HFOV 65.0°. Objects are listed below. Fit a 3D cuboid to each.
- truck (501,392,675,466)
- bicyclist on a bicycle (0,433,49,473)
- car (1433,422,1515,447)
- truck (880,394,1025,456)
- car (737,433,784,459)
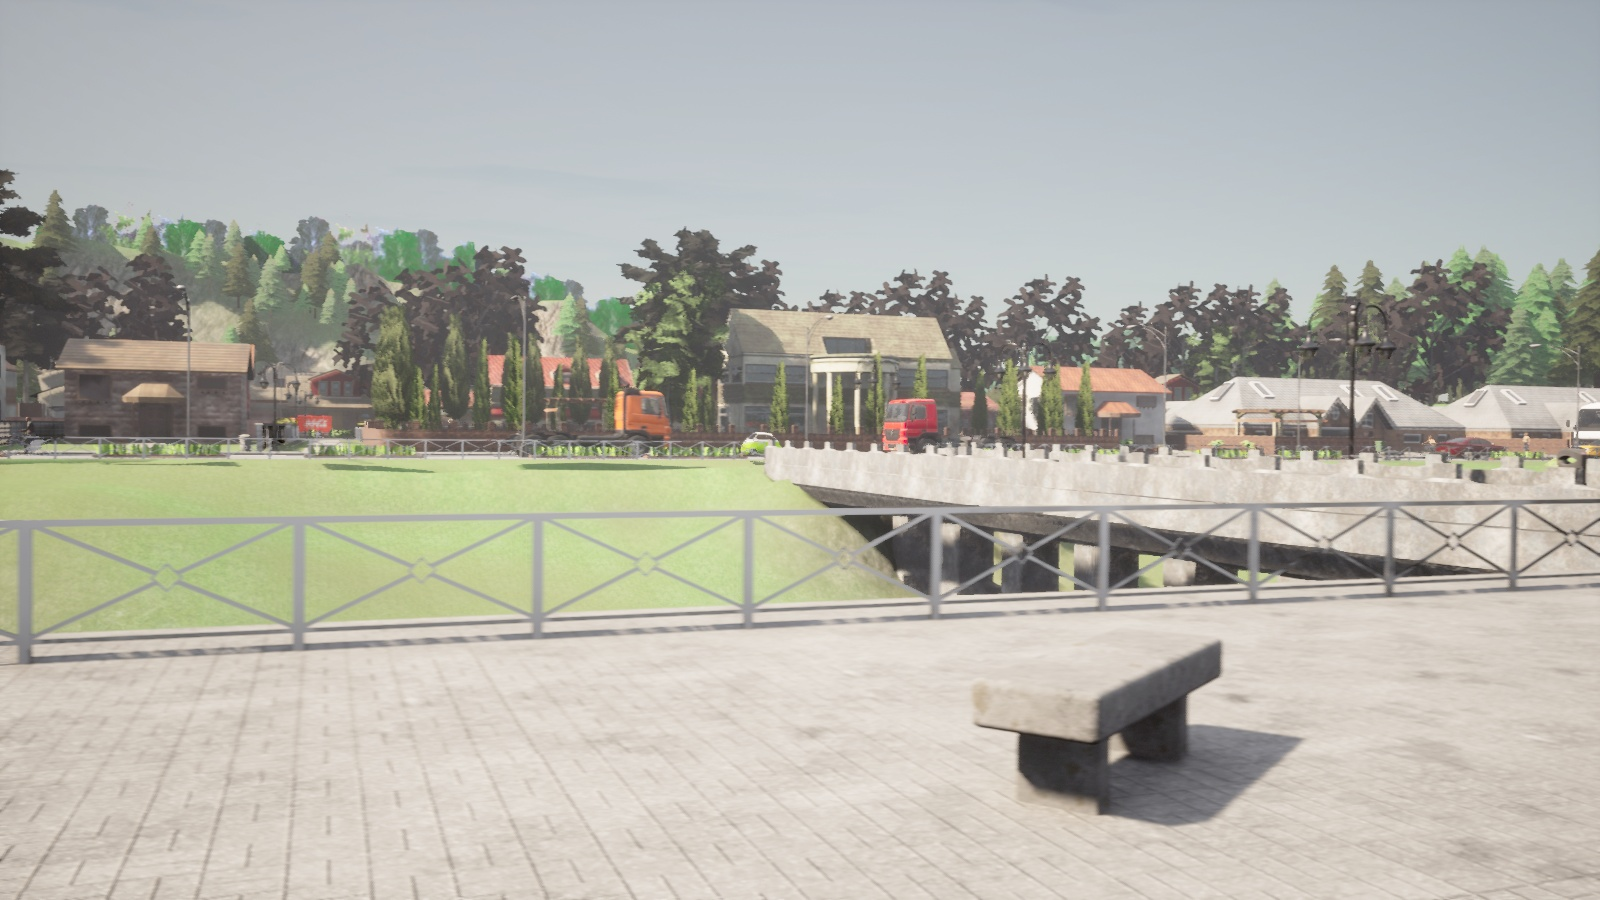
[{"bbox_3d":[-10.371,-1.073,61.525,7.936,3.462,2.891,-1,1,-21],"label":"truck"},{"bbox_3d":[-34.940,0.127,56.492,1.843,1.776,0.659,-1,1,-21],"label":"bicyclist on a bicycle"},{"bbox_3d":[44.148,-1.040,82.222,5.008,1.535,1.882,-1,1,-21],"label":"car"},{"bbox_3d":[8.893,-1.470,73.113,7.936,3.462,2.891,-1,1,-21],"label":"truck"},{"bbox_3d":[-2.176,-0.245,68.925,2.207,1.376,1.481,-1,1,-21],"label":"car"}]
